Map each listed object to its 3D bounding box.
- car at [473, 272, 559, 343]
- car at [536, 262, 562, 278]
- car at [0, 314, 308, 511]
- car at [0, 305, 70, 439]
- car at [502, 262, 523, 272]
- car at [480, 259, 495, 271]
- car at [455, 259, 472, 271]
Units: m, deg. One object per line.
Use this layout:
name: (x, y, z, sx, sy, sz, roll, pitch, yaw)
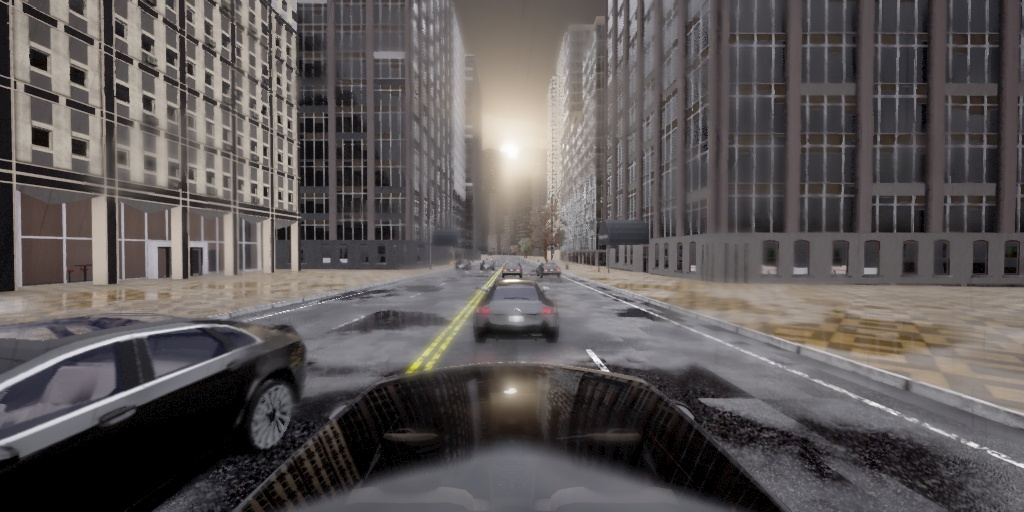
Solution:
car: (0.096, 1.312, 9.673, 1.994, 1.385, 4.181, 0, 0, 0)
car: (3.356, 1.280, 33.291, 2.033, 1.411, 5.357, 0, 0, -2)
car: (-3.352, 1.241, 2.297, 2.128, 1.511, 4.902, 0, 0, 0)
car: (-6.603, 1.314, 2.451, 1.994, 1.385, 4.181, 0, 0, 0)
car: (0.065, 1.280, 33.642, 2.033, 1.411, 5.357, 0, 0, 2)
car: (-3.271, 1.212, 48.529, 2.128, 1.511, 4.902, 0, 0, 0)
car: (-6.521, 1.212, 48.528, 2.128, 1.511, 4.902, 0, 0, 0)
